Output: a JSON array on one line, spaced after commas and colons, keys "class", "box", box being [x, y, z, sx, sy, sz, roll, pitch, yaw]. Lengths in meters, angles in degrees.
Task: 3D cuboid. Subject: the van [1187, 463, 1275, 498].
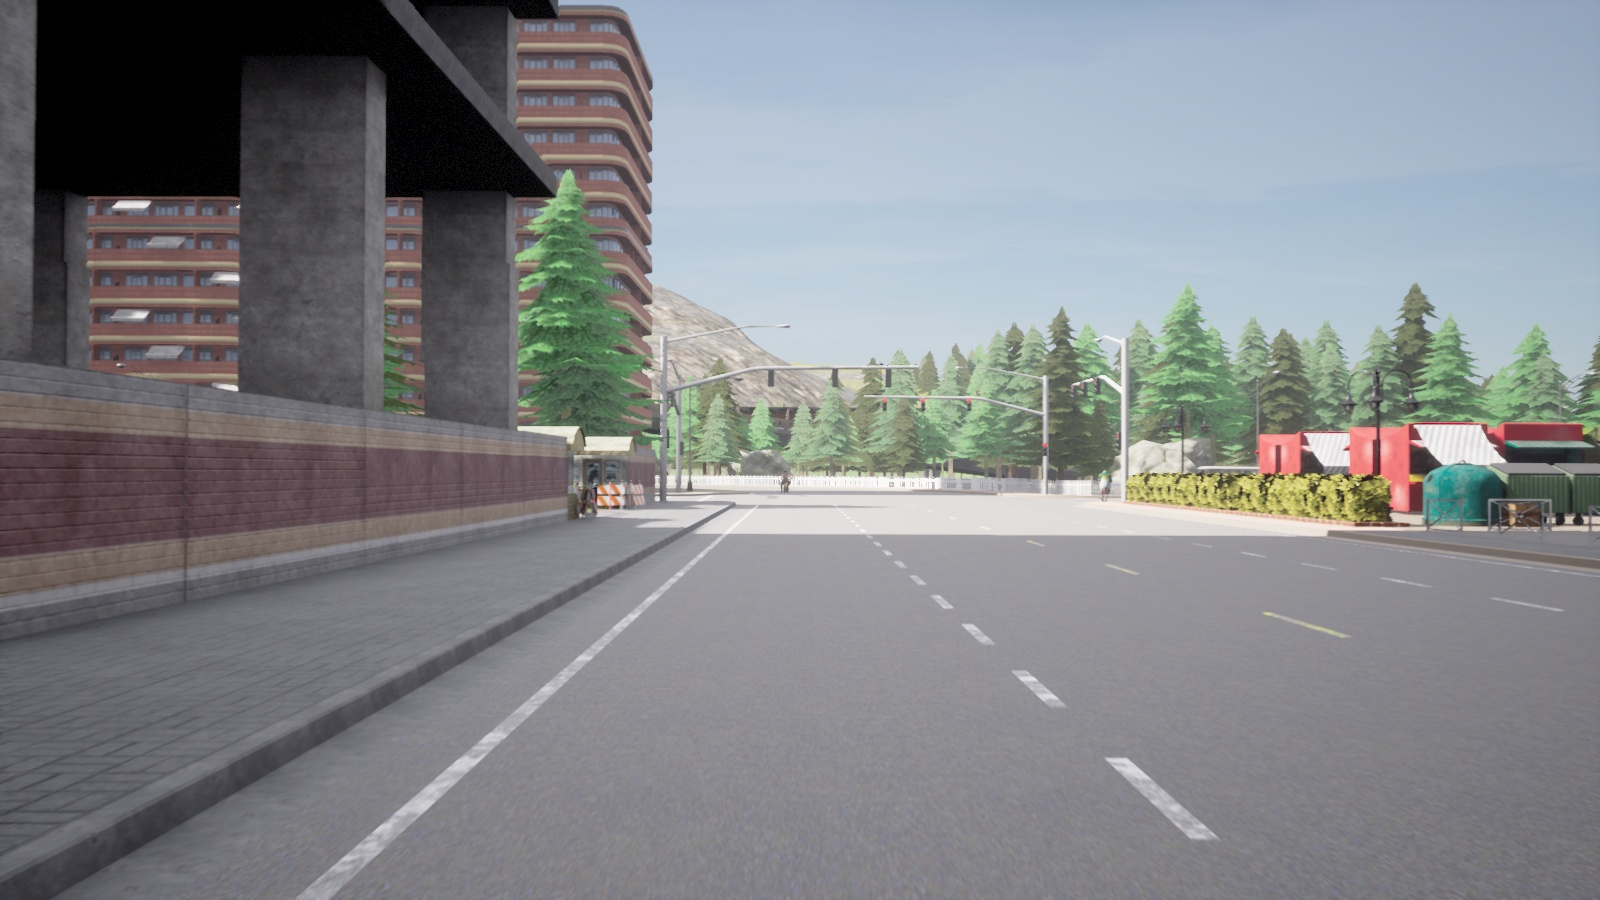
[{"class": "van", "box": [24.658, 1.731, 71.935, 4.442, 1.987, 1.775, 0, -1, 0]}]

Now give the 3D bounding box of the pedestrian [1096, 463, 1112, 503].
[{"class": "pedestrian", "box": [14.906, 1.610, 61.579, 0.659, 1.952, 0.873, 0, -1, 7]}]
